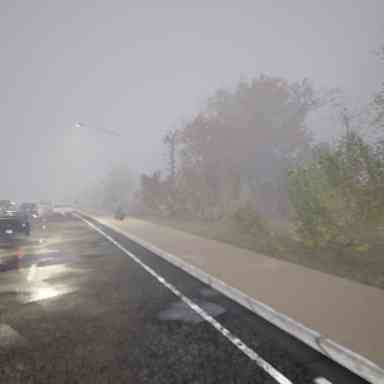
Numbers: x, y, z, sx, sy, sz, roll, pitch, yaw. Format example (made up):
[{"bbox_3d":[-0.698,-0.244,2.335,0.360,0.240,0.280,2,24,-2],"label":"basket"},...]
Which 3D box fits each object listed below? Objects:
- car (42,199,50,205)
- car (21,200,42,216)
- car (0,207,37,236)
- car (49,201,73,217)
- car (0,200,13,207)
[{"bbox_3d":[-30.638,2.175,69.539,1.895,1.301,4.718,0,-1,-29],"label":"car"},{"bbox_3d":[-17.539,1.856,35.815,2.033,1.411,5.357,0,-1,-24],"label":"car"},{"bbox_3d":[-10.261,1.767,19.229,1.895,1.301,4.718,0,-1,-23],"label":"car"},{"bbox_3d":[-14.099,1.918,36.083,1.895,1.301,4.718,0,-1,-24],"label":"car"},{"bbox_3d":[-27.317,1.911,48.620,1.837,1.490,4.892,0,-1,-25],"label":"car"}]
